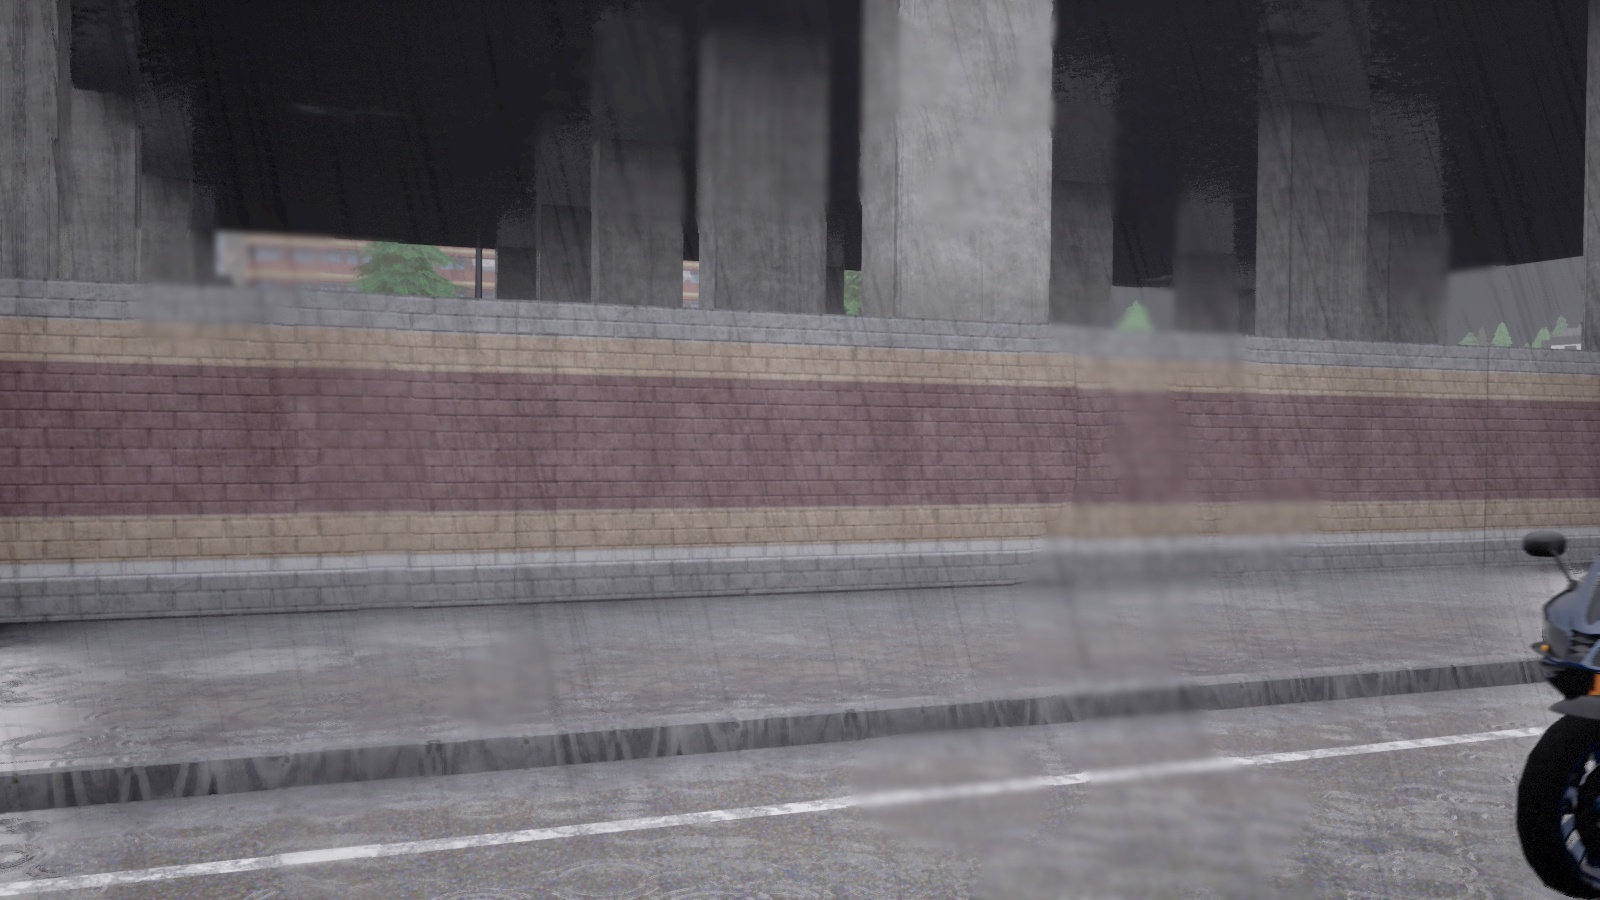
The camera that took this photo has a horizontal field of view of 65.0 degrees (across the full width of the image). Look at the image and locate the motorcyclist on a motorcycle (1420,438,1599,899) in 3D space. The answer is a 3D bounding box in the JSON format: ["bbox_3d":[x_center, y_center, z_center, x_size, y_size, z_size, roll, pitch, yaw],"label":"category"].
[{"bbox_3d":[3.429,0.722,4.543,2.191,1.530,0.866,-1,1,-21],"label":"motorcyclist on a motorcycle"}]
